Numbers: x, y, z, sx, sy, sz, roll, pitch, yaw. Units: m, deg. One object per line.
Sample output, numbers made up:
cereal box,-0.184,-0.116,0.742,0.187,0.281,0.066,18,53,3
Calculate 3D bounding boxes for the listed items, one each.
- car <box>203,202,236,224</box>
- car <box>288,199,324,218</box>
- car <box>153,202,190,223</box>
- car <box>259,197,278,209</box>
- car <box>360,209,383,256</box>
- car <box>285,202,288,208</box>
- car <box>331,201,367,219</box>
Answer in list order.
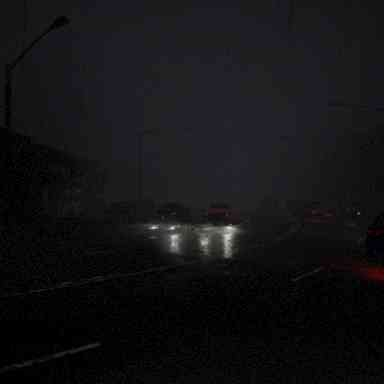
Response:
car,2.187,1.469,24.992,1.882,1.535,5.008,0,0,14
car,10.235,1.468,29.678,1.882,1.535,5.008,0,0,6
car,-1.426,1.517,25.526,1.812,1.442,4.674,0,0,15
car,10.475,1.463,45.819,1.882,1.535,5.008,0,0,0
car,7.765,1.474,12.367,1.882,1.535,5.008,0,0,35
car,13.978,1.587,44.811,1.895,1.301,4.718,0,0,0
car,13.677,1.517,29.112,1.812,1.442,4.674,0,0,5
